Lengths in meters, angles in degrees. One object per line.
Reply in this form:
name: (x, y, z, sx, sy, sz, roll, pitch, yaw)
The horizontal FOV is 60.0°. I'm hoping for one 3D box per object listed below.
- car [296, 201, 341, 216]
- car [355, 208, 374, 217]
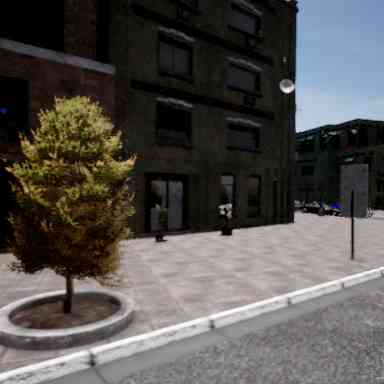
car: (12.845, 1.665, 33.445, 1.947, 1.339, 4.313, 1, -1, -17)
car: (15.624, 1.665, 32.781, 1.812, 1.442, 4.674, 1, -1, -17)
